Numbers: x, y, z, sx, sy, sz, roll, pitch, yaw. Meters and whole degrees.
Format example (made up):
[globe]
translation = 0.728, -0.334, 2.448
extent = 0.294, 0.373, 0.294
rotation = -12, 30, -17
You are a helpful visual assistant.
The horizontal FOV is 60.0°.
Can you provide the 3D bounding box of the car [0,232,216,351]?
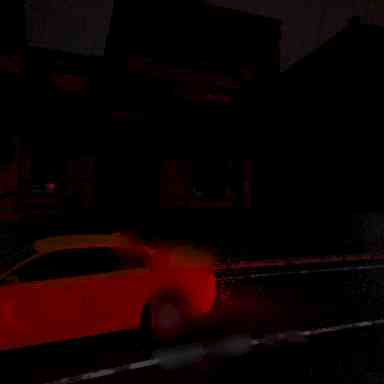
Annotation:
[car]
translation = -2.046, 1.455, 5.366
extent = 5.008, 1.535, 1.882
rotation = 0, 0, -23
